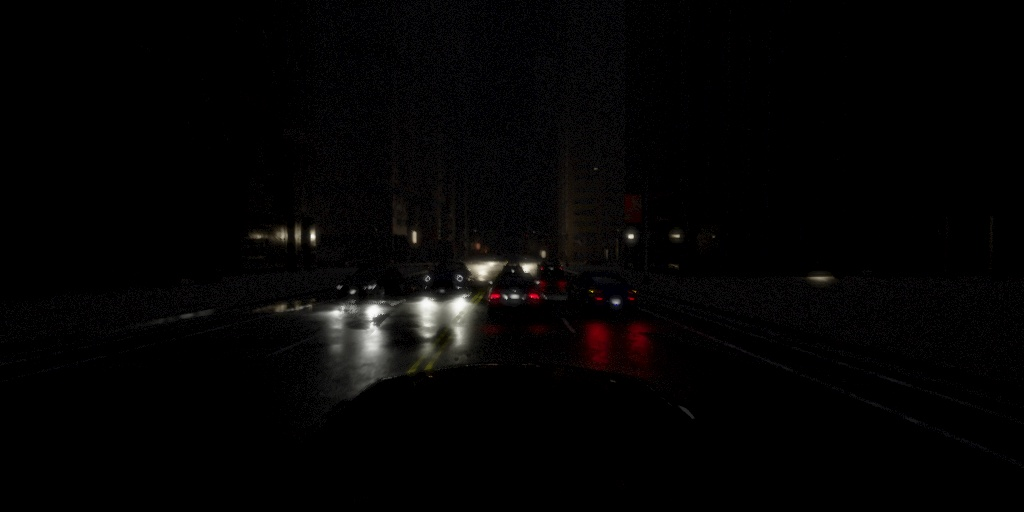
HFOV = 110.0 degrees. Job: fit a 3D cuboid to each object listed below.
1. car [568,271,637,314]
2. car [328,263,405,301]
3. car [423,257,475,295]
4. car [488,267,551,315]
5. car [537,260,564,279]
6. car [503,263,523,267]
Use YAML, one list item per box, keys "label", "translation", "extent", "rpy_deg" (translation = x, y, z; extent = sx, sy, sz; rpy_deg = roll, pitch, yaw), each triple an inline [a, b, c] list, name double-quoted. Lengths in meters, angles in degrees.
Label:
- label: "car"
  translation: [3.340, 1.277, 13.774]
  extent: [1.812, 1.442, 4.674]
  rpy_deg: [0, 0, 0]
- label: "car"
  translation: [-6.603, 1.256, 17.290]
  extent: [1.837, 1.490, 4.892]
  rpy_deg: [0, 0, 0]
- label: "car"
  translation: [-3.354, 1.102, 19.519]
  extent: [2.097, 1.767, 4.553]
  rpy_deg: [0, 0, 0]
- label: "car"
  translation: [0.093, 1.299, 13.527]
  extent: [2.033, 1.411, 5.357]
  rpy_deg: [0, 0, 0]
- label: "car"
  translation: [3.340, 1.094, 32.000]
  extent: [2.097, 1.767, 4.553]
  rpy_deg: [0, 0, 0]
- label: "car"
  translation: [0.092, 1.305, 33.113]
  extent: [1.994, 1.385, 4.181]
  rpy_deg: [0, 0, 0]
